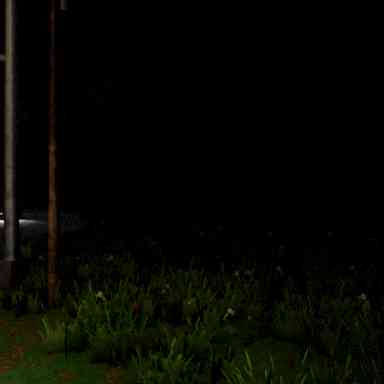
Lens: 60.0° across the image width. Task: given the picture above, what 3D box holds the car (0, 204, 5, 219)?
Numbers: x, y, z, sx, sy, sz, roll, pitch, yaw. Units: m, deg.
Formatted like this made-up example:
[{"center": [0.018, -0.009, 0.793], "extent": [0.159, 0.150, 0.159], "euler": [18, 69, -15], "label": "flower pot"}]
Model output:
[{"center": [-12.508, 1.574, 18.700], "extent": [1.895, 1.301, 4.718], "euler": [0, 0, -13], "label": "car"}]

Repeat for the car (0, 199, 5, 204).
[{"center": [-16.100, 1.537, 28.019], "extent": [1.994, 1.385, 4.181], "euler": [0, 0, -33], "label": "car"}]
